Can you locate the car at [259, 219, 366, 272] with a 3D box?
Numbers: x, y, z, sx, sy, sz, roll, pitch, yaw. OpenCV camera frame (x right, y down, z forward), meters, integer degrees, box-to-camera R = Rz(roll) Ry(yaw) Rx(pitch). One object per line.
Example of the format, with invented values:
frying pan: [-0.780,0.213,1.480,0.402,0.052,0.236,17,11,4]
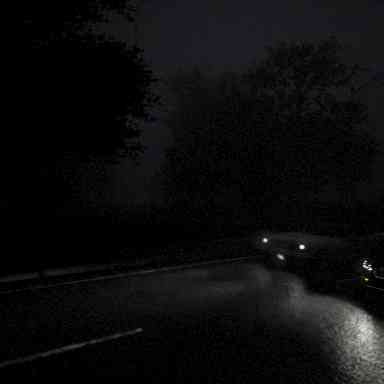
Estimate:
car: [4.501,1.583,10.809,4.718,1.301,1.895,0,0,-30]

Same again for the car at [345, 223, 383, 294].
car: [5.900,1.498,7.550,4.892,1.490,1.837,0,0,-30]
